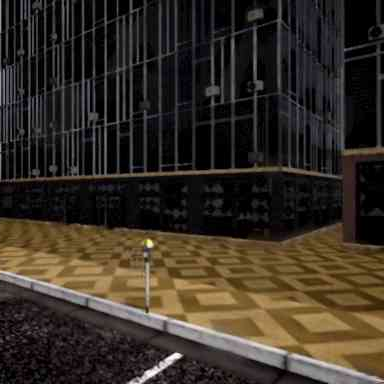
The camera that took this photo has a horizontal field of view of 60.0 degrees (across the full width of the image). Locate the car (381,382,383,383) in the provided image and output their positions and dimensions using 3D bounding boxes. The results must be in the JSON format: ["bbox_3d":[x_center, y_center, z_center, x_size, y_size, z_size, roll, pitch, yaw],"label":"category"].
[{"bbox_3d":[2.769,1.546,0.901,4.507,1.381,1.887,0,0,36],"label":"car"}]
